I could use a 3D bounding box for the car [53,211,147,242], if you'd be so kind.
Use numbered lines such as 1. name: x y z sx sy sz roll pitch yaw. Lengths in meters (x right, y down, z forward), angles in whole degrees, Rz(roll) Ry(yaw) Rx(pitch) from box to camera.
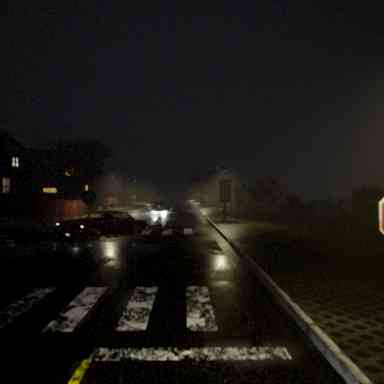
1. car: -4.236 1.581 16.104 1.895 1.301 4.718 2 -1 28

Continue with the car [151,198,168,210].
1. car: -4.022 1.477 41.956 2.128 1.511 4.902 0 0 -2
